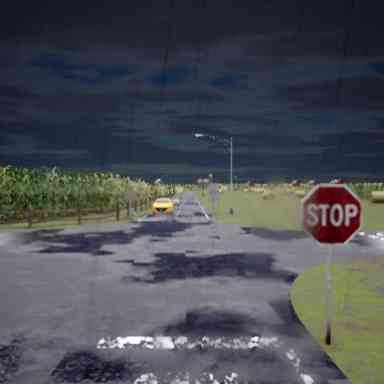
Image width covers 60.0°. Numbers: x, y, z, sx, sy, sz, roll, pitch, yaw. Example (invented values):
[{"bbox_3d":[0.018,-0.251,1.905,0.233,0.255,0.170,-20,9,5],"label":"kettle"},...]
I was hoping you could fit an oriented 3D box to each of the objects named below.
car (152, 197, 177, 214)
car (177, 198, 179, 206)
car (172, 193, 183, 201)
[{"bbox_3d":[-2.890,1.391,33.651,1.882,1.535,5.008,0,0,0],"label":"car"},{"bbox_3d":[-2.915,1.453,50.277,1.895,1.301,4.718,0,0,0],"label":"car"},{"bbox_3d":[-2.869,0.990,65.987,1.994,1.385,4.181,0,0,0],"label":"car"}]
